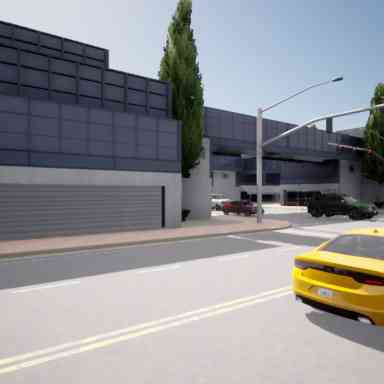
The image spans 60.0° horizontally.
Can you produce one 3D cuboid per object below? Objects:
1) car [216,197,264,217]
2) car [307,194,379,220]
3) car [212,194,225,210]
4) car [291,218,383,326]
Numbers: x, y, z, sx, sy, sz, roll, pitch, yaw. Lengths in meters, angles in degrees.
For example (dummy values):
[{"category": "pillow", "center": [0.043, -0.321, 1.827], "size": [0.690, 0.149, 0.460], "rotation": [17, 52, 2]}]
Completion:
[{"category": "car", "center": [4.765, 1.526, 31.826], "size": [1.812, 1.442, 4.674], "rotation": [0, 0, -37]}, {"category": "car", "center": [12.318, 1.222, 27.657], "size": [2.150, 2.045, 5.566], "rotation": [0, 0, -38]}, {"category": "car", "center": [2.891, 1.218, 40.171], "size": [2.150, 2.045, 5.566], "rotation": [0, 1, -36]}, {"category": "car", "center": [4.168, 1.478, 6.815], "size": [5.008, 1.535, 1.882], "rotation": [0, 0, -36]}]
